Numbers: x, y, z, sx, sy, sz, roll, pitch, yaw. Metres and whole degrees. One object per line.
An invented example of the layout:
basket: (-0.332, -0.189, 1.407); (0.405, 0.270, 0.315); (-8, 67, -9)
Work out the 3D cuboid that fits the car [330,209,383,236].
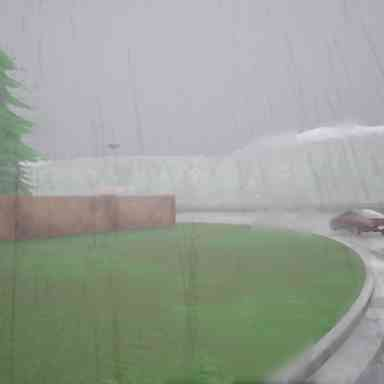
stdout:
car: (9.937, 1.752, 19.809); (1.812, 1.442, 4.674); (0, -1, 0)
